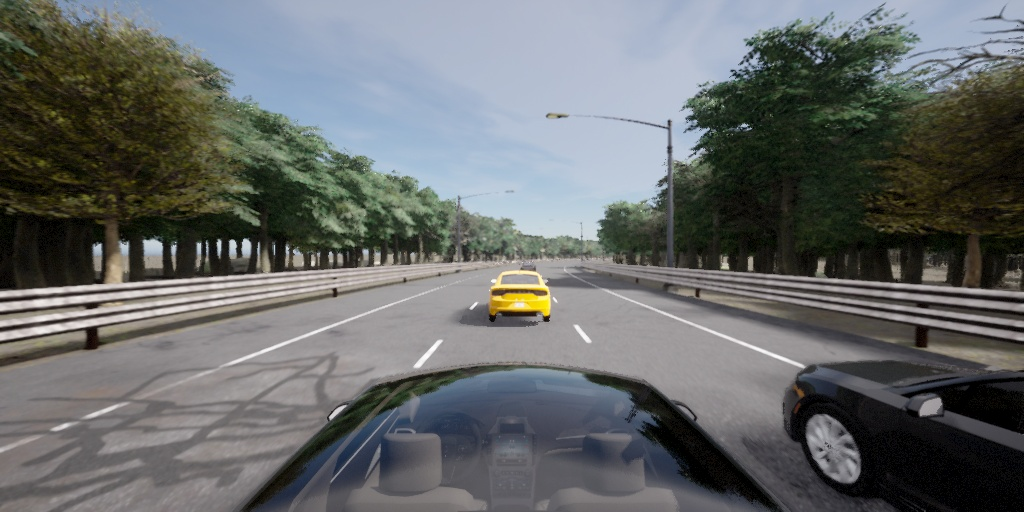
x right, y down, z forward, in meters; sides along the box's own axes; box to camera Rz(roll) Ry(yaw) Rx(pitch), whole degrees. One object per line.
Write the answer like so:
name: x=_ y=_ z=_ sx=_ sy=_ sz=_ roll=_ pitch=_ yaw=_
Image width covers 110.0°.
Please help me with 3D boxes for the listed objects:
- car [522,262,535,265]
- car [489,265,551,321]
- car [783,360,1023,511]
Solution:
car: x=2.043 y=1.496 z=44.208 sx=2.128 sy=1.511 sz=4.902 roll=0 pitch=0 yaw=5
car: x=0.271 y=1.255 z=12.675 sx=1.882 sy=1.535 sz=5.008 roll=0 pitch=0 yaw=1
car: x=3.626 y=1.257 z=1.589 sx=1.837 sy=1.490 sz=4.892 roll=0 pitch=0 yaw=0
